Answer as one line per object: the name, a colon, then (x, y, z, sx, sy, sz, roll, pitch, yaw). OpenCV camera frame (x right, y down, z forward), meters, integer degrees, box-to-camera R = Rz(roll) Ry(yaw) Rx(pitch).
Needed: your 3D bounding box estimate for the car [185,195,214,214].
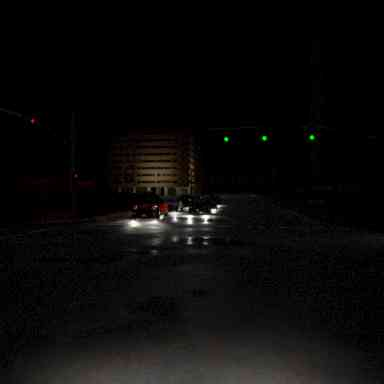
car: (0.823, 1.350, 32.430, 1.812, 1.442, 4.674, 0, 0, 8)

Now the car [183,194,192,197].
car: (-0.835, 1.105, 46.575, 2.097, 1.767, 4.553, 0, 0, 8)

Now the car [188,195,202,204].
car: (0.569, 1.225, 56.994, 1.812, 1.442, 4.674, 0, 1, 8)

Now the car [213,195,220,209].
car: (2.176, 1.250, 42.571, 1.882, 1.535, 5.008, 0, 0, 8)

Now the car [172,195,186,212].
car: (-2.181, 1.330, 36.487, 1.812, 1.442, 4.674, 0, 0, 8)

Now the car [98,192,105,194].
car: (-19.795, 0.854, 68.535, 4.605, 1.855, 1.932, 0, 0, 8)

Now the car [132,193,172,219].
car: (-3.378, 1.203, 27.575, 2.097, 1.767, 4.553, 0, 0, 8)
